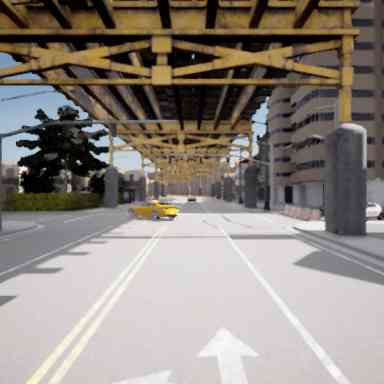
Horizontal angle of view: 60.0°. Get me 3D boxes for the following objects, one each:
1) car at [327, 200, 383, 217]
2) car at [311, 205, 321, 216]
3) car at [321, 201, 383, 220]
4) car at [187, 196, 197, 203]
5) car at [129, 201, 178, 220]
[{"bbox_3d":[13.313,1.302,26.574,4.536,1.218,1.853,0,0,-20],"label":"car"},{"bbox_3d":[13.591,1.460,30.714,4.974,1.542,2.038,0,0,25],"label":"car"},{"bbox_3d":[13.265,1.460,26.556,4.974,1.542,2.038,0,0,-20],"label":"car"},{"bbox_3d":[0.007,1.541,68.595,1.895,1.301,4.718,0,0,0],"label":"car"},{"bbox_3d":[-3.379,1.486,28.284,5.008,1.535,1.882,0,-2,44],"label":"car"}]
